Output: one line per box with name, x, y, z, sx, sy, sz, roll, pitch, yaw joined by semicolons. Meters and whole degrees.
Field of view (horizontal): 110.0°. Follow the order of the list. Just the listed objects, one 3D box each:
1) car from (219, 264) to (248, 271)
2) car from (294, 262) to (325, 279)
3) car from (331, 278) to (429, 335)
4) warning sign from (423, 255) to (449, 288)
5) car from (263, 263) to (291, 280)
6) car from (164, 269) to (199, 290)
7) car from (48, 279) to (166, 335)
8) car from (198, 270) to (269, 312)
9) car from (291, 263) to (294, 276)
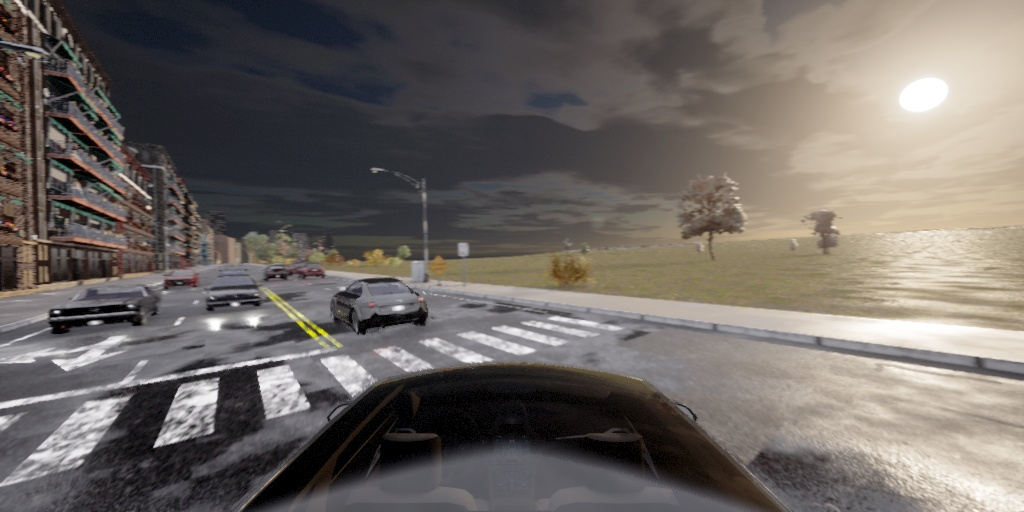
car;-27.049;1.670;34.859;2.097;1.767;4.553;-2;0;-38
car;-21.693;1.495;38.710;2.097;1.767;4.553;-2;0;-38
car;-4.195;1.371;11.050;1.994;1.385;4.181;-2;0;-37
warning sign;-4.229;0.866;20.935;1.300;1.860;1.060;0;0;-38
car;-24.132;1.730;36.564;1.837;1.490;4.892;-2;0;-38
car;-26.741;1.821;29.145;1.882;1.535;5.008;-2;0;-38
car;-13.543;1.669;12.213;1.895;1.301;4.718;-2;0;-38
car;-12.630;1.565;16.320;2.033;1.411;5.357;-2;0;-38
car;-27.713;1.618;46.344;2.097;1.767;4.553;-2;0;-38
